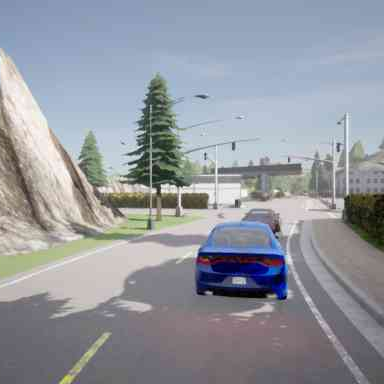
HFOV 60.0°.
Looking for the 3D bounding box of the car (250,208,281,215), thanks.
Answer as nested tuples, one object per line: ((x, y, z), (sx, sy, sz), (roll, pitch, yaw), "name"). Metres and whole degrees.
((3.720, 1.564, 17.739), (1.994, 1.385, 4.181), (0, 0, 17), "car")

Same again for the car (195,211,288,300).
((1.304, 1.478, 8.553), (1.882, 1.535, 5.008), (0, 0, 10), "car")
